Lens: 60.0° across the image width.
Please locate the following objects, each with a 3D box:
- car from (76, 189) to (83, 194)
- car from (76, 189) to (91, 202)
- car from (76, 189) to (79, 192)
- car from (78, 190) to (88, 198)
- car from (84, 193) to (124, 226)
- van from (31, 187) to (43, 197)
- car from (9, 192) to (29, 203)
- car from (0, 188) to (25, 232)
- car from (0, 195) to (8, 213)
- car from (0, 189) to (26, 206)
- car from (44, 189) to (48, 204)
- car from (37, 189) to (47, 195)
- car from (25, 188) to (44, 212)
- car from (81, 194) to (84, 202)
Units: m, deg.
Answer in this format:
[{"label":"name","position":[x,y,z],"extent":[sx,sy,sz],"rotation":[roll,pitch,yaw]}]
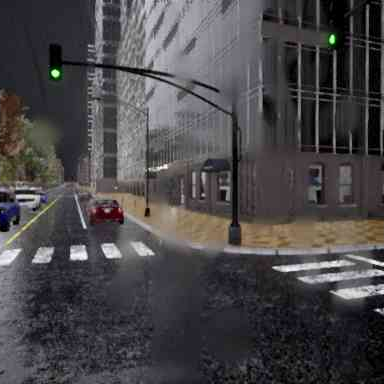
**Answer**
[{"label":"car","position":[-30.283,-0.245,89.698],"extent":[1.802,1.307,4.206],"rotation":[0,1,-20]},{"label":"car","position":[-14.923,0.650,46.927],"extent":[1.947,1.339,4.313],"rotation":[0,1,-20]},{"label":"car","position":[-16.842,0.415,52.271],"extent":[1.967,1.590,4.097],"rotation":[0,1,-20]},{"label":"car","position":[-20.740,0.275,63.127],"extent":[1.752,1.417,4.829],"rotation":[0,1,-20]},{"label":"car","position":[-5.323,1.048,20.196],"extent":[1.967,1.590,4.097],"rotation":[0,1,-20]},{"label":"van","position":[-30.492,0.015,65.487],"extent":[1.690,1.788,3.998],"rotation":[0,1,-20]},{"label":"car","position":[-22.812,0.700,44.099],"extent":[1.802,1.307,4.206],"rotation":[0,1,-20]},{"label":"car","position":[-10.457,0.871,17.351],"extent":[2.150,2.045,5.566],"rotation":[0,1,-20]},{"label":"car","position":[-17.051,0.985,28.056],"extent":[2.008,1.369,4.403],"rotation":[0,1,-20]},{"label":"car","position":[-20.890,0.540,38.748],"extent":[2.192,1.841,5.009],"rotation":[0,1,-20]},{"label":"car","position":[-18.941,0.664,41.051],"extent":[1.882,1.535,5.008],"rotation":[0,2,-19]},{"label":"car","position":[-34.335,0.024,76.186],"extent":[1.802,1.307,4.206],"rotation":[0,1,-20]},{"label":"car","position":[-14.966,0.629,29.915],"extent":[2.150,2.045,5.566],"rotation":[0,1,-20]},{"label":"car","position":[-7.243,1.070,25.544],"extent":[1.947,1.339,4.313],"rotation":[0,1,-20]}]
